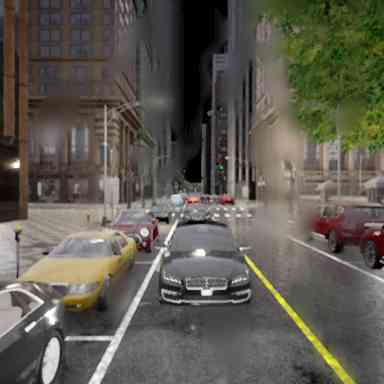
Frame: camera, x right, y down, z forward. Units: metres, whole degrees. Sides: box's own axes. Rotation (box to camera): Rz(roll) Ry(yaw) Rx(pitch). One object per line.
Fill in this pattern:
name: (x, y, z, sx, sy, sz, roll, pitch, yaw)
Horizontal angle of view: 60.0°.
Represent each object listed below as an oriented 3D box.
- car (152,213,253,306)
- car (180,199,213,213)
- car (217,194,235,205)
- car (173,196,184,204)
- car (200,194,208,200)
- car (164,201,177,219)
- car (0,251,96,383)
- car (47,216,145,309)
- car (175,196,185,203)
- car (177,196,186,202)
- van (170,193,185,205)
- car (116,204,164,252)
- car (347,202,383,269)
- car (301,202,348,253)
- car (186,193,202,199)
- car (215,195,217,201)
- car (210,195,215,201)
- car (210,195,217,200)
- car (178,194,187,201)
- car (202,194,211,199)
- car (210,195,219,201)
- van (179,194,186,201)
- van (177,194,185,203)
car: (0.253, 1.509, 8.245, 1.837, 1.490, 4.892, 0, 0, 0)
car: (0.340, 1.506, 23.285, 1.837, 1.490, 4.892, 0, 0, 0)
car: (6.080, 1.324, 56.743, 2.192, 1.841, 5.009, 0, 0, 0)
car: (-2.450, 1.559, 62.168, 1.887, 1.381, 4.507, 0, 0, 0)
car: (3.290, 1.452, 92.315, 1.882, 1.535, 5.008, 0, 0, 0)
car: (-2.422, 1.566, 24.629, 1.947, 1.339, 4.313, 0, 0, 0)
car: (-2.407, 1.552, 2.533, 2.008, 1.369, 4.403, 0, 0, 0)
car: (-2.410, 1.529, 7.887, 1.752, 1.417, 4.829, 0, 0, 0)
car: (-2.454, 1.586, 67.610, 1.947, 1.339, 4.313, 0, 0, 0)
car: (-2.462, 1.577, 78.493, 1.887, 1.381, 4.507, 0, 0, 0)
van: (-2.441, 1.346, 51.287, 1.690, 1.788, 3.998, 0, 0, 0)
car: (-2.414, 1.444, 13.582, 1.967, 1.590, 4.097, 0, 0, 0)
car: (6.116, 1.319, 8.074, 2.192, 1.841, 5.009, 0, 0, 0)
car: (6.112, 1.320, 13.599, 2.192, 1.841, 5.009, 0, 0, 0)
car: (0.247, 1.233, 59.142, 2.150, 2.045, 5.566, 0, 0, 0)
car: (6.076, 1.329, 62.184, 2.192, 1.841, 5.009, 0, 0, 0)
car: (6.063, 1.584, 78.506, 2.008, 1.369, 4.403, 0, 0, 0)
car: (6.051, 1.634, 94.828, 1.802, 1.307, 4.206, 0, 0, 0)
car: (-2.470, 1.360, 89.376, 2.192, 1.841, 5.009, 0, 0, 0)
car: (3.298, 1.511, 81.895, 1.882, 1.535, 5.008, 0, 0, 0)
car: (6.056, 1.486, 89.387, 1.967, 1.590, 4.097, 0, 0, 0)
van: (-2.466, 1.380, 83.934, 1.690, 1.788, 3.998, 0, 0, 0)
van: (-2.458, 1.367, 73.052, 1.690, 1.788, 3.998, 0, 0, 0)
